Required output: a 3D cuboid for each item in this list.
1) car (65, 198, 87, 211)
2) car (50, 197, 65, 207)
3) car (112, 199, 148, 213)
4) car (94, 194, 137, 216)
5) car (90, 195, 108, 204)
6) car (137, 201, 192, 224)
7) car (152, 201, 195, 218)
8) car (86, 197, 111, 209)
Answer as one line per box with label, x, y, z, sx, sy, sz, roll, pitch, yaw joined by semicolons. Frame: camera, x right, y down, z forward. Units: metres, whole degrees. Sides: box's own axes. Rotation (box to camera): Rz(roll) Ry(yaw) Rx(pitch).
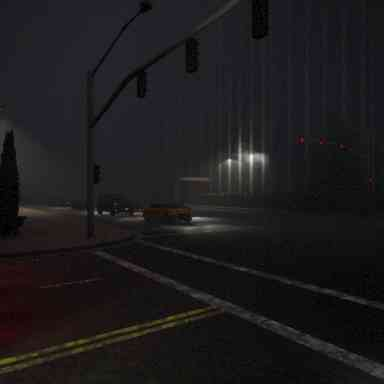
car;-13.649;1.491;41.243;2.128;1.511;4.902;0;0;-36
car;-19.941;1.505;49.974;1.837;1.490;4.892;0;0;-36
car;-7.228;1.547;38.346;2.033;1.411;5.357;0;0;-36
car;-7.687;1.221;33.019;2.150;2.045;5.566;0;0;-36
car;-18.614;1.478;66.277;1.882;1.535;5.008;0;-1;-36
car;-1.942;1.478;25.116;1.882;1.535;5.008;0;0;-36
car;-1.771;1.564;30.829;1.994;1.385;4.181;0;0;-36
car;-13.164;1.526;46.543;1.812;1.442;4.674;0;0;-36
